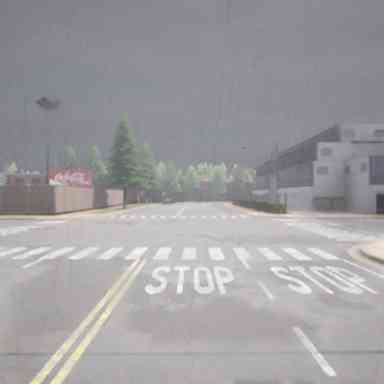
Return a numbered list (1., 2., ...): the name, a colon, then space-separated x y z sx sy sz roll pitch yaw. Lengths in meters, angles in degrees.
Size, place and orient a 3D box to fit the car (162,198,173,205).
1. car: -5.658 2.253 77.837 2.128 1.511 4.902 0 -1 11
